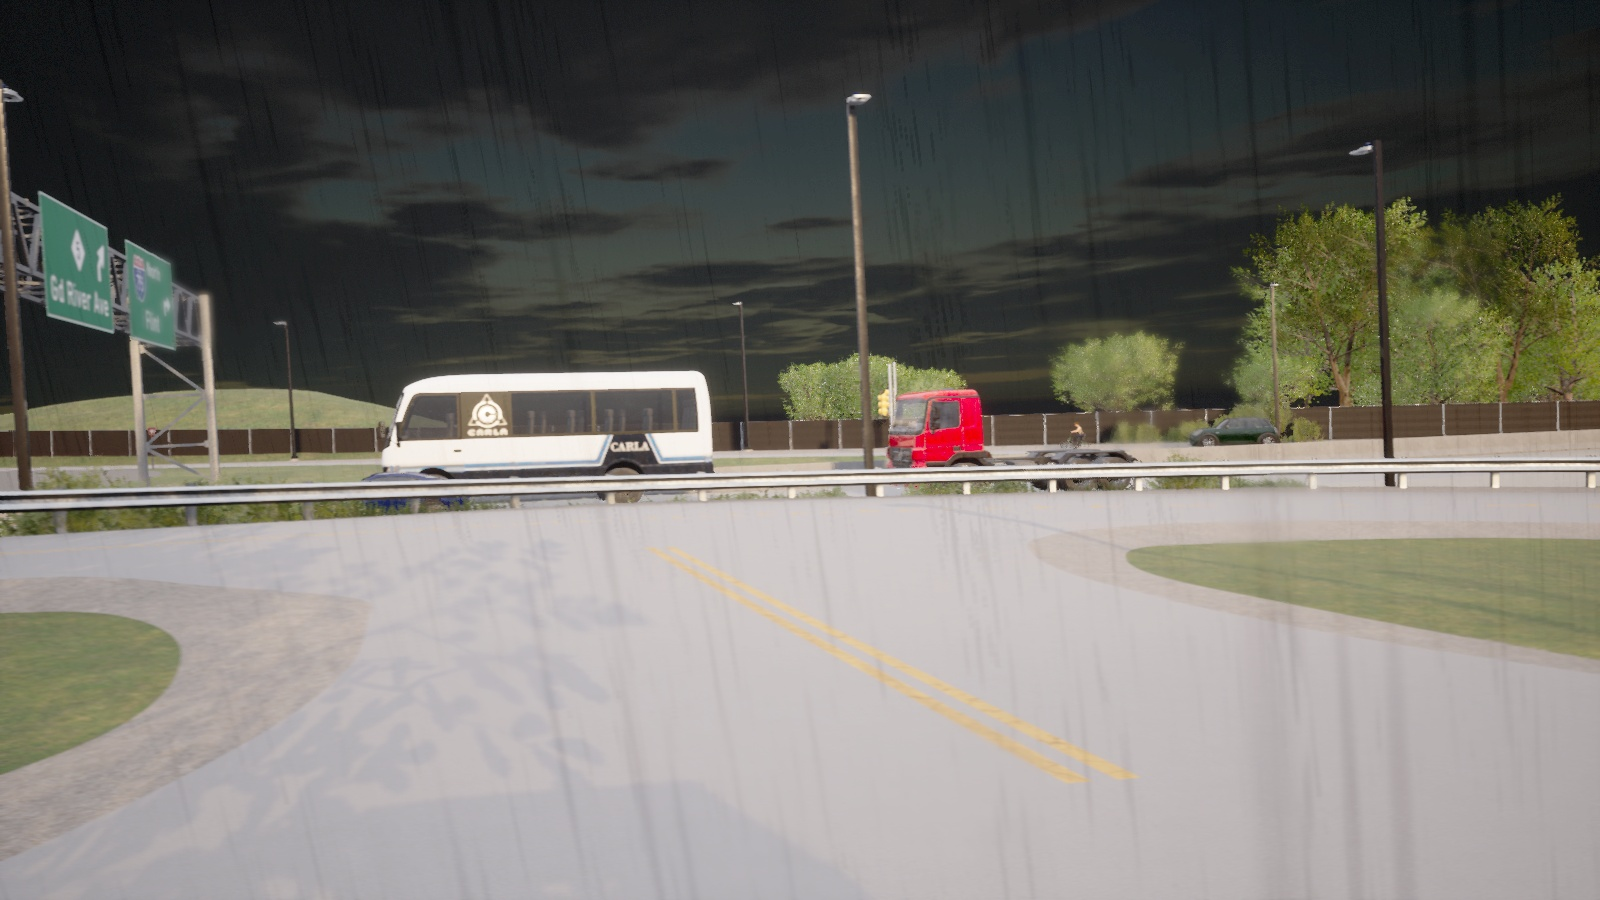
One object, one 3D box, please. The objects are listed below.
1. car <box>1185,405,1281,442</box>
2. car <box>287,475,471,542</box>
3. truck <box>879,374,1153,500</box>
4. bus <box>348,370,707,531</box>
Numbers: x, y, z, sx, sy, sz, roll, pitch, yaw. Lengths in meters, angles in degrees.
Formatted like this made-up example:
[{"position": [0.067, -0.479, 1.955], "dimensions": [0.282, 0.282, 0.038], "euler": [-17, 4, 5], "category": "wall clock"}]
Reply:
[{"position": [23.118, -1.434, 67.240], "dimensions": [4.553, 1.767, 2.097], "euler": [-2, 2, 10], "category": "car"}, {"position": [-11.601, 1.591, 34.944], "dimensions": [4.674, 1.442, 1.812], "euler": [-3, 1, -15], "category": "car"}, {"position": [6.822, -0.454, 39.869], "dimensions": [7.936, 3.462, 2.891], "euler": [-3, 1, -15], "category": "truck"}, {"position": [-8.458, -0.077, 39.394], "dimensions": [10.273, 4.253, 3.944], "euler": [-3, 1, -15], "category": "bus"}]
